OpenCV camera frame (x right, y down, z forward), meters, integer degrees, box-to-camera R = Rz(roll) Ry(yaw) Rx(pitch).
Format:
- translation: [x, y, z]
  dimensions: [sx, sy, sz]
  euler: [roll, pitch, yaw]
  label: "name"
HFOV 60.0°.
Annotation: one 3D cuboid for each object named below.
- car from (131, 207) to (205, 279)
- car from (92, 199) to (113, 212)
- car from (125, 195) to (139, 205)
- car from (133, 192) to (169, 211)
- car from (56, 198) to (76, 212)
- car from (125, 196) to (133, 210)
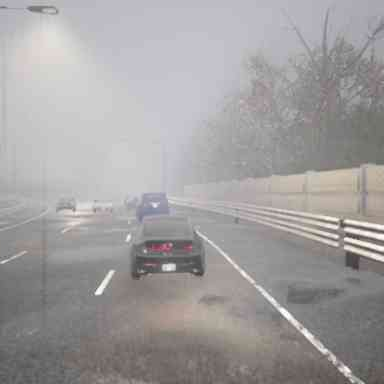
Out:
- translation: [-0.751, 1.423, 9.871]
  dimensions: [1.837, 1.490, 4.892]
  euler: [0, 0, -6]
  label: "car"
- translation: [-9.206, 1.329, 34.035]
  dimensions: [1.895, 1.301, 4.718]
  euler: [0, 0, -18]
  label: "car"
- translation: [-8.961, 1.204, 49.215]
  dimensions: [1.895, 1.301, 4.718]
  euler: [0, 0, -11]
  label: "car"
- translation: [-3.020, 1.018, 24.828]
  dimensions: [2.150, 2.045, 5.566]
  euler: [0, 0, -12]
  label: "car"
- translation: [-13.078, 1.275, 34.600]
  dimensions: [2.033, 1.411, 5.357]
  euler: [0, 0, -20]
  label: "car"
- translation: [-6.492, 1.218, 38.035]
  dimensions: [1.812, 1.442, 4.674]
  euler: [0, 1, -14]
  label: "car"
